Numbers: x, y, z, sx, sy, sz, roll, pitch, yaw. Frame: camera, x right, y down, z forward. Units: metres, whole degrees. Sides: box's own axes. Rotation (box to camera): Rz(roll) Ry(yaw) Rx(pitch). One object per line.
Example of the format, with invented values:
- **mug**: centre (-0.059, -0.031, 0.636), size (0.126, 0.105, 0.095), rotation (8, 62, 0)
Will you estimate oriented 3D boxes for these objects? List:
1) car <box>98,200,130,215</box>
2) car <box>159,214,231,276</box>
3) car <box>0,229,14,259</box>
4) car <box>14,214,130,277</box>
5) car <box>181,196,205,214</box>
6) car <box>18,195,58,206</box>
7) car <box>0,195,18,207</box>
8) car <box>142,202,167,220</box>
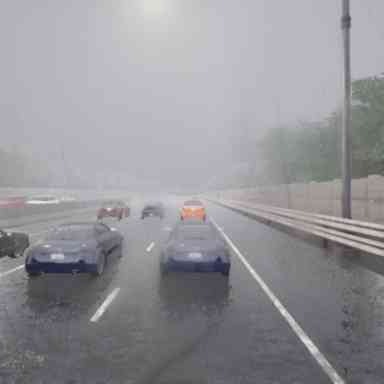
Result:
- **car**: centre (-6.906, 1.505, 29.875), size (2.097, 1.767, 4.553), rotation (0, 0, 0)
- **car**: centre (0.085, 1.620, 10.581), size (1.994, 1.385, 4.181), rotation (0, 0, 0)
- **car**: centre (-6.915, 1.599, 9.914), size (2.033, 1.411, 5.357), rotation (0, 0, 0)
- **car**: centre (-3.414, 1.619, 10.454), size (1.994, 1.385, 4.181), rotation (0, 0, 0)
- **car**: centre (0.095, 1.506, 29.859), size (2.097, 1.767, 4.553), rotation (0, 0, 0)
- **car**: centre (-17.589, 1.419, 38.956), size (2.150, 2.045, 5.566), rotation (0, 0, 0)
- **car**: centre (-21.089, 1.418, 38.873), size (2.150, 2.045, 5.566), rotation (0, 0, 0)
- **car**: centre (-3.404, 1.660, 30.213), size (1.837, 1.490, 4.892), rotation (0, 0, 0)
